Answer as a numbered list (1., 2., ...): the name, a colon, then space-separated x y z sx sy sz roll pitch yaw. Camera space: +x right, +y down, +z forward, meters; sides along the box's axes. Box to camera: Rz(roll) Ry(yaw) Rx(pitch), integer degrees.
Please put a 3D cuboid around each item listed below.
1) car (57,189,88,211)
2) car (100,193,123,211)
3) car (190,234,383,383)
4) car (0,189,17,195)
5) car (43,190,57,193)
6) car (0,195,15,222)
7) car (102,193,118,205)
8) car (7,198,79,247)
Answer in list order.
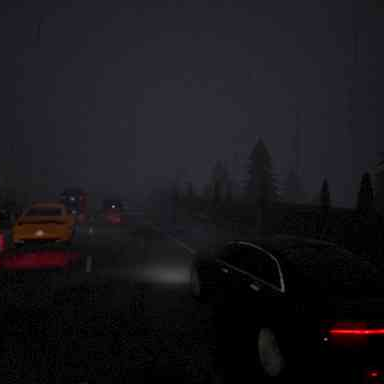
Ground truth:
1. car: -11.229 0.685 31.657 2.150 2.045 5.566 1 1 -17
2. car: -7.664 1.018 31.855 1.837 1.490 4.892 1 1 -16
3. car: 1.364 1.462 5.458 1.837 1.490 4.892 1 1 -17
4. car: -29.539 0.315 52.532 2.097 1.767 4.553 1 1 -4
5. car: -26.328 0.389 61.689 2.128 1.511 4.902 1 1 0
6. car: -11.315 1.131 19.628 1.812 1.442 4.674 1 1 -17
7. car: -10.548 0.852 43.060 1.812 1.442 4.674 1 1 -11
8. car: -5.942 1.229 13.823 1.882 1.535 5.008 1 1 -17
